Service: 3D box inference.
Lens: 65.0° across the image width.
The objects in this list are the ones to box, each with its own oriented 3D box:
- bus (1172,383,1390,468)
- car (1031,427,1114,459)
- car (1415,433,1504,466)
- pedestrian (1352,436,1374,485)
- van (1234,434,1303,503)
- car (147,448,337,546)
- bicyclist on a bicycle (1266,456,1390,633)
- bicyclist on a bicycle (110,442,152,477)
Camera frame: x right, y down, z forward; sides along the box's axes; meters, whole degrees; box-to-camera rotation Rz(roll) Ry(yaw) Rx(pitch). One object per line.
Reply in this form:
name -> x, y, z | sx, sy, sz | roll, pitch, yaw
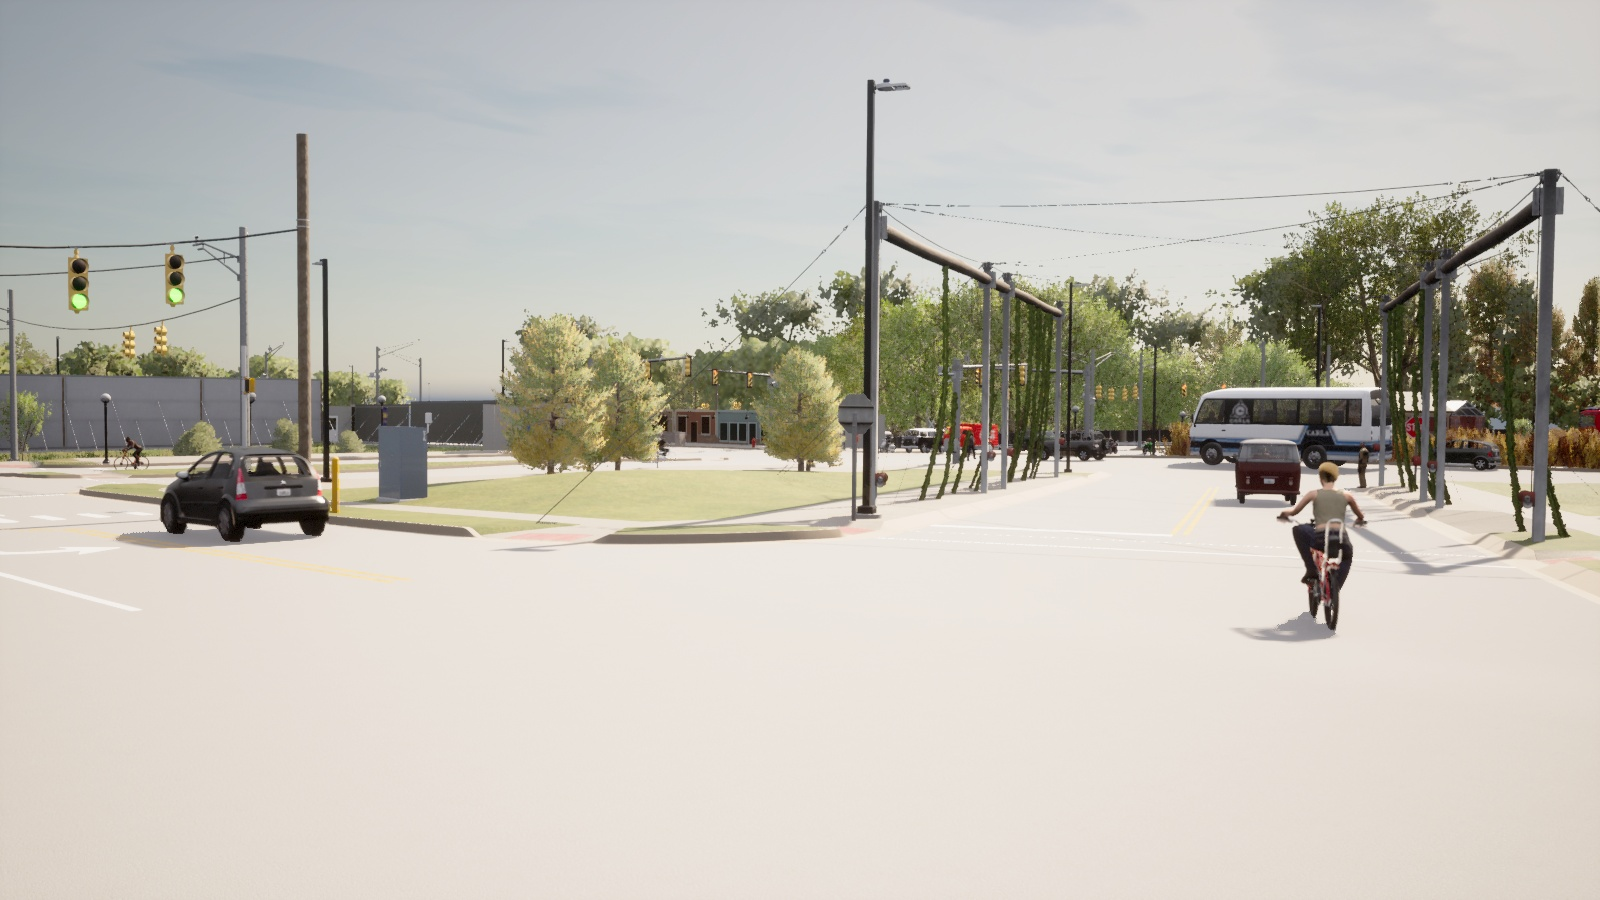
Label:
bus -> 25.761, -1.439, 67.763 | 10.273, 4.253, 3.944 | 2, 4, 44
car -> 16.627, -0.407, 76.758 | 4.605, 1.855, 1.932 | 0, 2, 44
car -> 34.010, -0.041, 64.822 | 3.705, 1.549, 1.789 | 2, 3, 44
pedestrian -> 22.363, 0.416, 49.879 | 0.396, 1.930, 0.692 | -1, 3, -29
van -> 14.492, 0.523, 39.043 | 1.775, 1.987, 4.442 | 1, 1, 18
car -> -10.448, 0.808, 23.412 | 3.988, 1.617, 1.851 | 0, 2, 44
bicyclist on a bicycle -> 5.222, 0.881, 12.526 | 0.866, 1.612, 1.509 | 1, 1, 13
bicyclist on a bicycle -> -31.950, 0.447, 60.015 | 0.582, 1.620, 1.656 | 1, 2, 39
